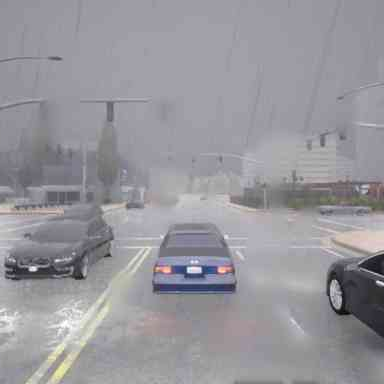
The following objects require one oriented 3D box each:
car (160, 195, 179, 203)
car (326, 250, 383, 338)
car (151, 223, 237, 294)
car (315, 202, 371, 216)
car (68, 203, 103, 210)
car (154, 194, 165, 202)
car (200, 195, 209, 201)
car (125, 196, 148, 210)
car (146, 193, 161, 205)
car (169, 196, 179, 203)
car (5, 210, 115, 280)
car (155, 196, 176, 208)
[{"bbox_3d":[-3.781,1.491,56.853,2.128,1.511,4.902,0,0,0],"label":"car"},{"bbox_3d":[3.546,1.505,4.662,1.837,1.490,4.892,0,0,0],"label":"car"},{"bbox_3d":[0.052,1.547,8.906,2.033,1.411,5.357,0,0,0],"label":"car"},{"bbox_3d":[14.337,1.601,31.831,4.718,1.301,1.895,0,0,1],"label":"car"},{"bbox_3d":[-7.177,1.506,22.071,1.837,1.490,4.892,0,0,0],"label":"car"},{"bbox_3d":[-7.260,1.350,75.199,2.097,1.767,4.553,0,0,0],"label":"car"},{"bbox_3d":[3.207,1.553,84.585,1.994,1.385,4.181,0,0,0],"label":"car"},{"bbox_3d":[-7.270,1.601,42.787,1.895,1.301,4.718,0,0,1],"label":"car"},{"bbox_3d":[-7.282,1.218,59.729,2.150,2.045,5.566,0,0,0],"label":"car"},{"bbox_3d":[-3.741,1.564,69.252,1.994,1.385,4.181,0,0,0],"label":"car"},{"bbox_3d":[-3.635,1.505,10.013,1.837,1.490,4.892,0,0,0],"label":"car"},{"bbox_3d":[-3.763,1.601,47.583,1.895,1.301,4.718,0,0,0],"label":"car"}]
